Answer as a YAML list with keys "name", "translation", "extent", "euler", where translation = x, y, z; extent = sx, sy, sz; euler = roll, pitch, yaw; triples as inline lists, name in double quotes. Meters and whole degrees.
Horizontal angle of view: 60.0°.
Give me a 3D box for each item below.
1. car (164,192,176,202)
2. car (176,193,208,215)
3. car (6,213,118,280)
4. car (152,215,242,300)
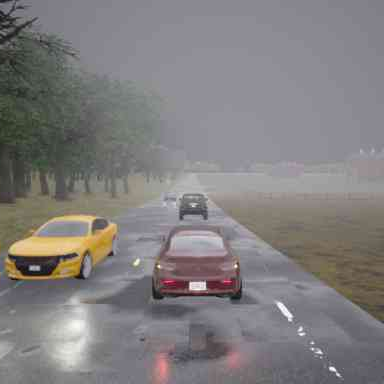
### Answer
- name: "car"
  translation: [-3.485, 0.751, 53.955]
  extent: [1.882, 1.535, 5.008]
  euler: [0, 2, 0]
- name: "car"
  translation: [0.109, 1.083, 26.923]
  extent: [2.150, 2.045, 5.566]
  euler: [0, 1, 0]
- name: "car"
  translation: [-3.597, 1.468, 10.101]
  extent: [1.882, 1.535, 5.008]
  euler: [0, 0, 0]
- name: "car"
  translation: [0.102, 1.519, 8.261]
  extent: [1.812, 1.442, 4.674]
  euler: [0, 0, 0]
